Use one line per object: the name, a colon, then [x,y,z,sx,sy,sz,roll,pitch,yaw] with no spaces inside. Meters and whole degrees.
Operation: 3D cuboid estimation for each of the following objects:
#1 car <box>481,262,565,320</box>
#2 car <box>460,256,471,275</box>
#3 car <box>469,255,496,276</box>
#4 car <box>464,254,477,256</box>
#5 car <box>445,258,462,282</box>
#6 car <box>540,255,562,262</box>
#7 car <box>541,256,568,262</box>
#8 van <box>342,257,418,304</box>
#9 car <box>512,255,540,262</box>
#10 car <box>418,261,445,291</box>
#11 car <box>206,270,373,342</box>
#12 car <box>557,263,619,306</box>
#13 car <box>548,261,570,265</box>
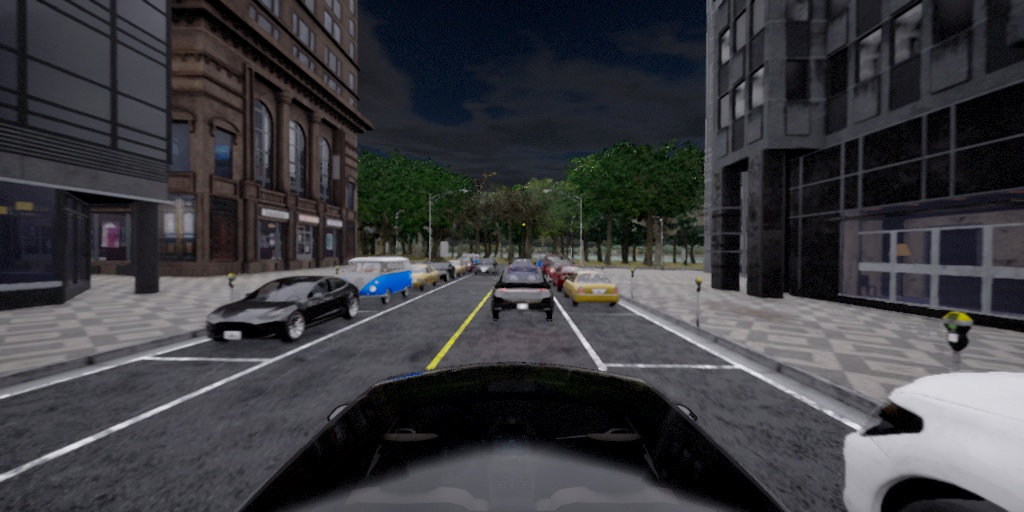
car: [0.351,1.142,12.146,2.128,1.511,4.902,0,0,2]
car: [-5.003,0.965,31.003,1.751,1.417,4.829,0,0,2]
car: [-2.262,0.939,32.308,2.128,1.511,4.902,0,0,2]
car: [-4.850,0.830,36.608,1.967,1.591,4.097,0,0,2]
car: [-5.147,1.055,25.737,1.948,1.339,4.313,0,0,2]
car: [3.524,0.809,30.940,2.192,1.841,5.009,0,0,2]
car: [3.375,0.984,25.505,1.967,1.591,4.097,0,0,2]
van: [-5.444,0.931,14.867,1.690,1.789,3.998,0,0,2]
car: [0.754,0.868,26.843,2.097,1.767,4.553,0,1,2]
car: [-5.300,1.065,20.132,1.751,1.417,4.829,0,0,2]
car: [-5.592,1.207,9.431,1.948,1.339,4.313,0,0,2]
car: [3.083,1.170,14.804,1.751,1.417,4.829,0,0,2]
car: [3.227,1.139,20.070,1.888,1.381,4.507,0,0,2]
